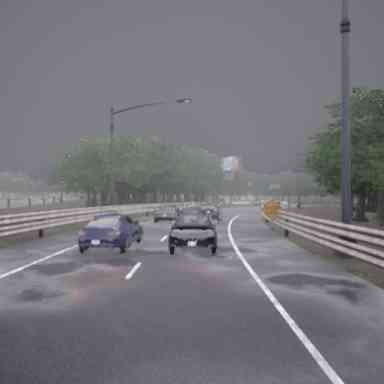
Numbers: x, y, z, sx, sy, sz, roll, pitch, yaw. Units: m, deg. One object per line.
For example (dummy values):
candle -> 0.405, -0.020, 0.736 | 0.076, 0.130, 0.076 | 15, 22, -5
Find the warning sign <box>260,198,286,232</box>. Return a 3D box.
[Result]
warning sign -> 4.608, 1.302, 19.068 | 1.300, 1.860, 1.060 | -1, -1, 5

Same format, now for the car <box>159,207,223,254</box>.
car -> 0.116, 1.628, 14.102 | 2.128, 1.511, 4.902 | 0, 0, 3

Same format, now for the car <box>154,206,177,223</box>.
car -> -1.888, 1.887, 28.979 | 1.994, 1.385, 4.181 | 0, -1, 10

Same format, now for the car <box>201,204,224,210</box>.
car -> 1.562, 1.819, 28.400 | 1.837, 1.490, 4.892 | 0, 0, 10

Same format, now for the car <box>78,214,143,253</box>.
car -> -3.376, 1.665, 14.323 | 1.812, 1.442, 4.674 | 0, 0, 3
